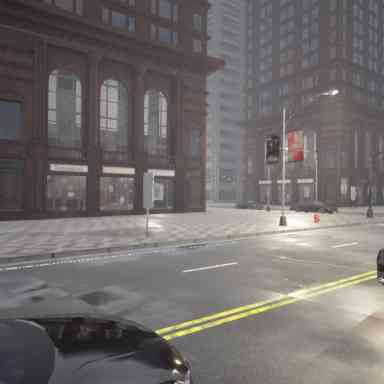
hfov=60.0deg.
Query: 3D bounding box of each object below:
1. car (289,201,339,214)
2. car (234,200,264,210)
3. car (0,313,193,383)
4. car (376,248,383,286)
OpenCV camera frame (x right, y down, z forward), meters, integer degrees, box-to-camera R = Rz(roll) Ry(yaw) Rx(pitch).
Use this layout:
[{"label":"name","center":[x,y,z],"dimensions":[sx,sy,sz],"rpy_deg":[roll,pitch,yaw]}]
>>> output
[{"label":"car","center":[13.497,1.725,37.222],"dimensions":[2.033,1.411,5.357],"rpy_deg":[1,-1,-35]},{"label":"car","center":[7.735,1.787,45.320],"dimensions":[1.994,1.385,4.181],"rpy_deg":[1,-1,-35]},{"label":"car","center":[-2.188,1.491,1.879],"dimensions":[4.902,1.511,2.128],"rpy_deg":[0,0,-36]},{"label":"car","center":[6.261,1.516,7.904],"dimensions":[4.892,1.490,1.837],"rpy_deg":[0,0,-35]}]
